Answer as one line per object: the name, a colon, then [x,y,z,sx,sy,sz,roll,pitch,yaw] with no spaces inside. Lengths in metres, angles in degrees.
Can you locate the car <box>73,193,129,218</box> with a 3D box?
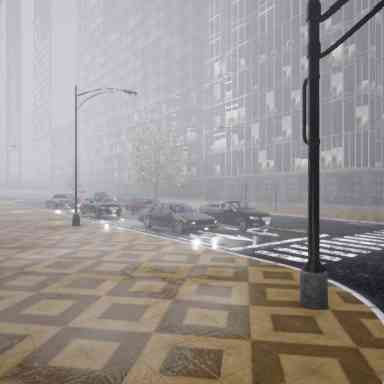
car: [-7.027,1.056,25.442,2.128,1.511,4.902,0,1,-38]

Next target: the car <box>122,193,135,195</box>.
car: [-8.530,0.823,43.506,2.033,1.411,5.357,0,1,-38]

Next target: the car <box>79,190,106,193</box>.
car: [-9.359,0.767,33.701,2.097,1.767,4.553,0,1,-38]

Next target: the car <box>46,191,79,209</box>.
car: [-13.359,0.902,33.546,1.812,1.442,4.674,0,1,-38]

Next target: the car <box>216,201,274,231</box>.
car: [2.330,1.254,18.784,2.128,1.511,4.902,0,1,-38]

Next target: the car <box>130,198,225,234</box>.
car: [-0.953,1.292,17.700,2.033,1.411,5.357,0,1,-38]

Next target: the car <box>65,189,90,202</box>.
car: [-16.977,0.454,49.048,2.097,1.767,4.553,0,1,-38]

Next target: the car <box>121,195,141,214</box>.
car: [-3.394,1.193,26.076,1.895,1.301,4.718,0,1,-38]

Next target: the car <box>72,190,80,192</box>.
car: [-15.265,0.801,41.309,1.994,1.385,4.181,0,1,-38]
